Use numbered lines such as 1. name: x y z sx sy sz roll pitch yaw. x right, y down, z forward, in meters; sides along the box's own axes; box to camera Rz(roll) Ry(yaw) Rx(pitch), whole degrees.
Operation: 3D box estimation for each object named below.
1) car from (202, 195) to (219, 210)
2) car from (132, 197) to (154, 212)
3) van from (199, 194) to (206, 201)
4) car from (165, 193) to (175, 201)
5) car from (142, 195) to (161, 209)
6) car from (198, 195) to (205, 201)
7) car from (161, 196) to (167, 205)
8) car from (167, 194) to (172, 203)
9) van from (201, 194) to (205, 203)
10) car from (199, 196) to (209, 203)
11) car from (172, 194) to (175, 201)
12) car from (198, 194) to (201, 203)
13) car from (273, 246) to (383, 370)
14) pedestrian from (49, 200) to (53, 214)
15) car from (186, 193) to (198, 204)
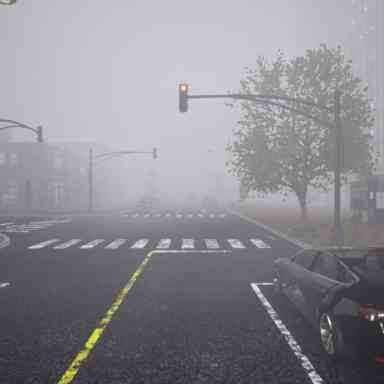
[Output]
1. car: 2.622 1.528 43.923 1.752 1.417 4.829 0 0 0
2. car: -5.749 1.584 38.186 1.802 1.307 4.206 0 0 0
3. van: 2.560 1.349 82.611 1.690 1.788 3.998 0 0 0
4. car: -5.831 1.324 88.145 2.192 1.841 5.009 0 0 0
5. car: -5.757 1.318 43.737 2.192 1.841 5.009 0 0 0
6. car: 2.549 1.534 88.332 1.752 1.417 4.829 0 0 0
7. car: -5.776 1.555 54.839 2.008 1.369 4.403 0 0 0
8. car: -5.804 1.532 71.322 1.752 1.417 4.829 0 0 0
9. van: 2.614 1.345 49.305 1.690 1.788 3.998 0 0 0
10. car: 2.577 1.572 71.509 1.947 1.339 4.313 0 0 0
11. car: -5.822 1.558 82.594 2.008 1.369 4.403 0 0 0
12. car: 2.595 1.556 60.407 2.008 1.369 4.403 0 0 0
13. car: 2.686 1.566 5.724 1.947 1.339 4.313 0 0 0
14. pedestrian: -12.798 1.319 30.178 0.375 1.300 0.375 0 -1 -1
15. car: -0.010 1.224 66.595 2.150 2.045 5.566 0 0 0
